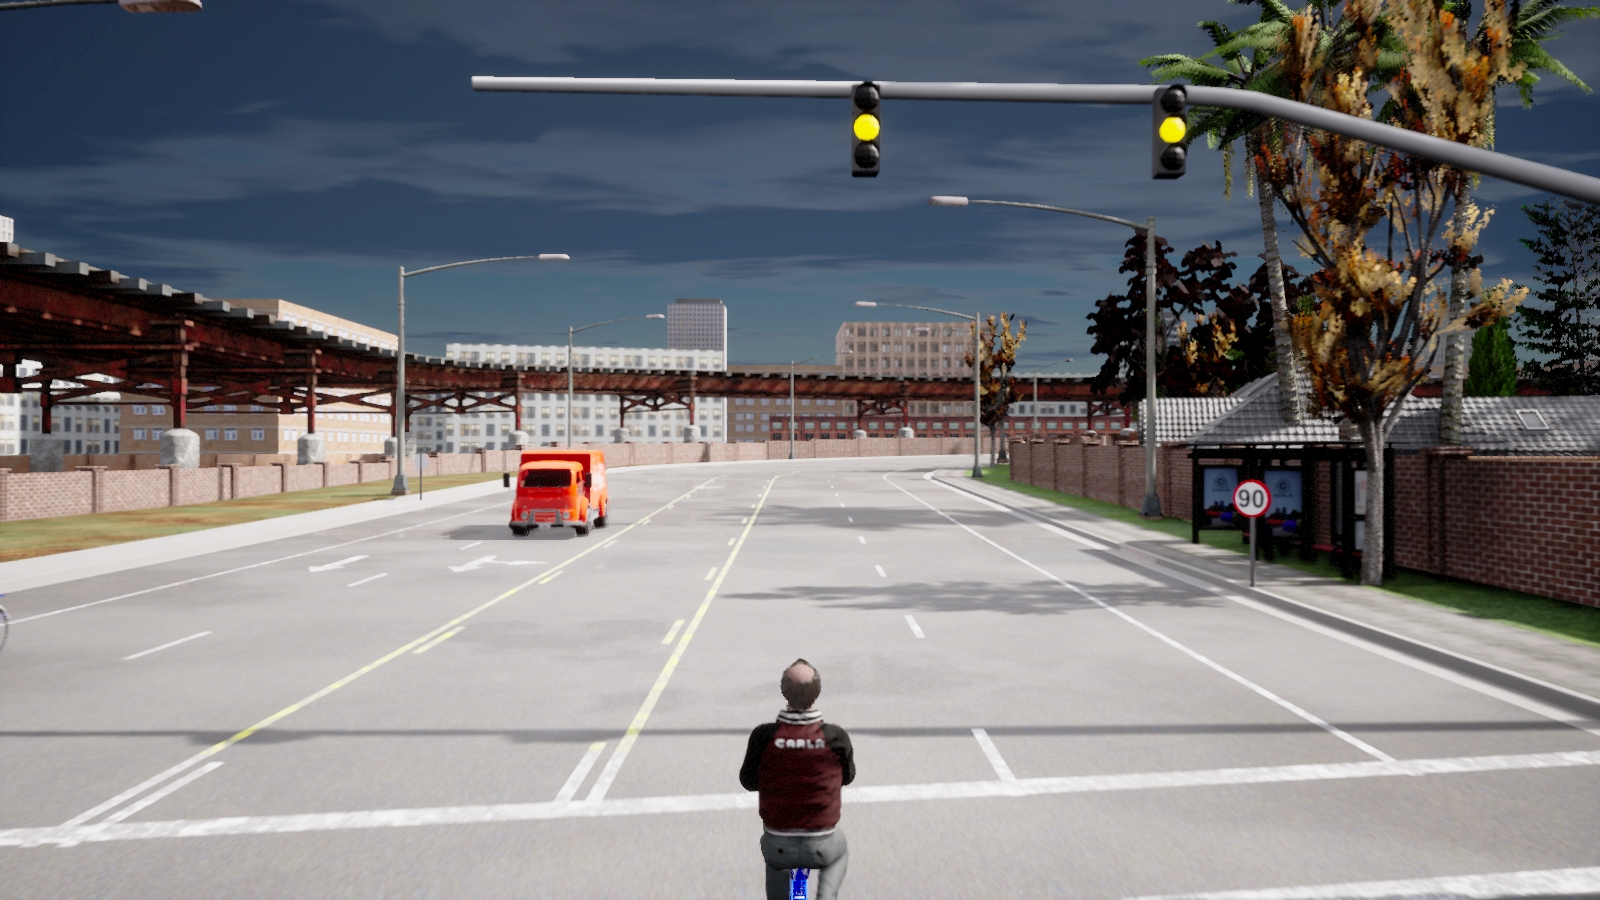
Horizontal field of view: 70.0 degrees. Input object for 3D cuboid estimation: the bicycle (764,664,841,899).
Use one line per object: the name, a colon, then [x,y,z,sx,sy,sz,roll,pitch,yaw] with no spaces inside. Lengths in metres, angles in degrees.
bicycle: [0.014,2.011,5.789,0.329,1.496,1.835,0,0,0]

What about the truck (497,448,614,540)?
truck: [-7.234,1.227,34.450,2.627,2.467,5.204,0,1,-3]

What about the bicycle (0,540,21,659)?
bicycle: [-10.490,1.950,14.238,0.329,1.496,1.835,0,0,0]
